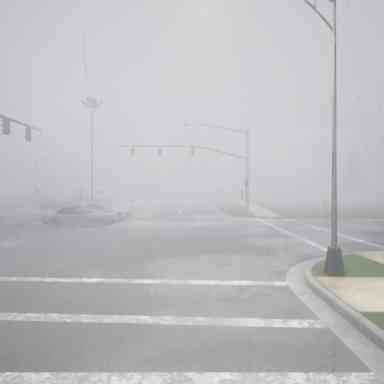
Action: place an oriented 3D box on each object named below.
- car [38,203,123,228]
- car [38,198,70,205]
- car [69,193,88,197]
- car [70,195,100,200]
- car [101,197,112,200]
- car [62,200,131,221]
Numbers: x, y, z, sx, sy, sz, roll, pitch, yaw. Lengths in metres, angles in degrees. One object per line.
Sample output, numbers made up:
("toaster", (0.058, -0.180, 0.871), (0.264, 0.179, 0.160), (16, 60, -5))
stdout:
("car", (-7.187, 1.600, 21.639), (4.718, 1.301, 1.895), (0, 0, 0))
("car", (-18.002, 1.600, 42.938), (1.895, 1.301, 4.718), (0, 0, 1))
("car", (-17.864, 1.221, 52.579), (2.150, 2.045, 5.566), (0, 0, 1))
("car", (-14.463, 1.547, 44.872), (2.033, 1.411, 5.357), (0, 0, 1))
("car", (-14.327, 1.525, 54.462), (1.812, 1.442, 4.674), (0, 0, 1))
("car", (-6.988, 1.525, 25.137), (4.674, 1.442, 1.812), (0, 0, 0))
